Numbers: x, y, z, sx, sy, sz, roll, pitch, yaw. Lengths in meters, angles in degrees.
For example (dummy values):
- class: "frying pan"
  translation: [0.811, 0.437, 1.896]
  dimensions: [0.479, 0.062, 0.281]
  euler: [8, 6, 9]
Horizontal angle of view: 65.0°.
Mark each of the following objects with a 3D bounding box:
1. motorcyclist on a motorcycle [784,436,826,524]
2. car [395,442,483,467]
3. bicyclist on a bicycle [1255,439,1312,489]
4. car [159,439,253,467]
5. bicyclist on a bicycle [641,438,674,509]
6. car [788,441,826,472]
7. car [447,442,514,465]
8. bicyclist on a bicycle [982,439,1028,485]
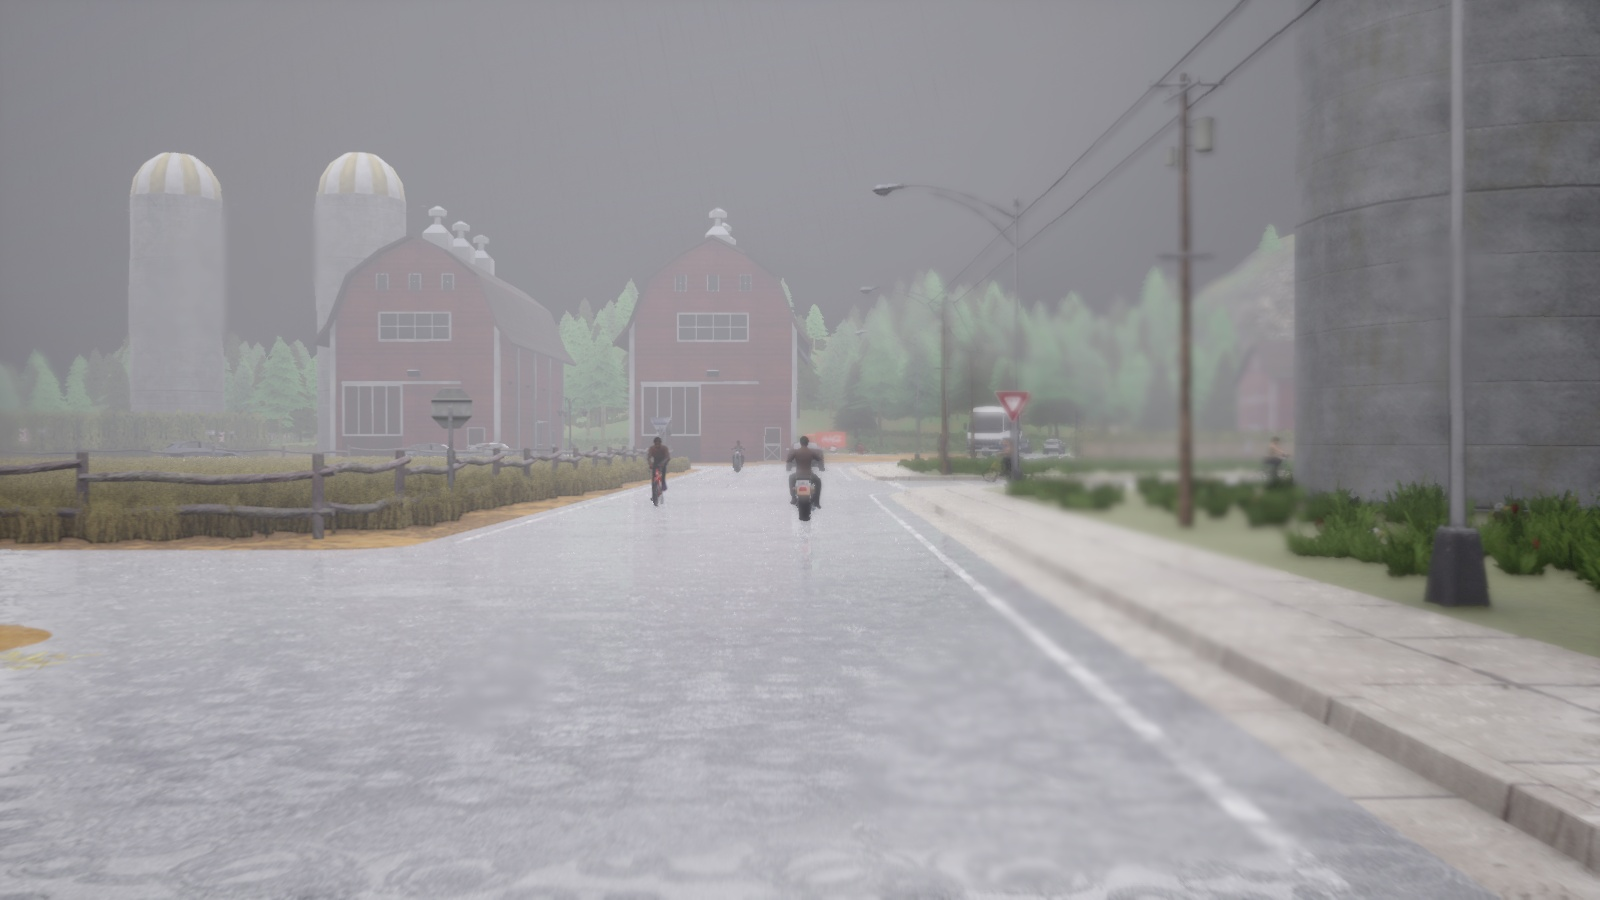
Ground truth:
- class: "motorcyclist on a motorcycle"
  translation: [0.121, 0.548, 24.608]
  dimensions: [0.766, 1.649, 2.350]
  euler: [0, 1, 2]
- class: "car"
  translation: [-22.052, 0.267, 76.880]
  dimensions: [4.792, 1.488, 2.163]
  euler: [0, 0, -3]
- class: "bicyclist on a bicycle"
  translation: [15.819, 0.449, 41.098]
  dimensions: [1.509, 1.612, 0.866]
  euler: [0, 0, 0]
- class: "car"
  translation: [-35.915, 0.191, 76.055]
  dimensions: [4.856, 1.649, 2.033]
  euler: [0, 0, -15]
- class: "bicyclist on a bicycle"
  translation: [-3.318, 0.521, 29.299]
  dimensions: [0.582, 1.620, 1.656]
  euler: [0, 1, 0]
- class: "car"
  translation: [0.366, 0.336, 64.633]
  dimensions: [1.882, 1.535, 5.008]
  euler: [0, 0, 0]
- class: "car"
  translation: [-20.444, 0.212, 80.462]
  dimensions: [3.806, 1.475, 1.970]
  euler: [0, 0, -3]
- class: "bicyclist on a bicycle"
  translation: [7.275, 0.421, 44.590]
  dimensions: [1.509, 1.612, 0.866]
  euler: [0, 0, 4]
